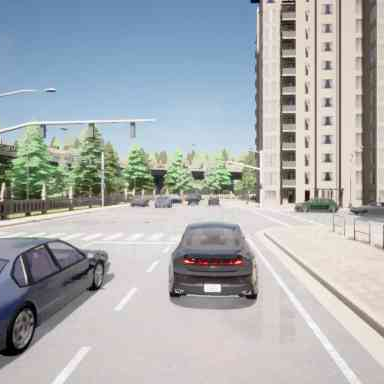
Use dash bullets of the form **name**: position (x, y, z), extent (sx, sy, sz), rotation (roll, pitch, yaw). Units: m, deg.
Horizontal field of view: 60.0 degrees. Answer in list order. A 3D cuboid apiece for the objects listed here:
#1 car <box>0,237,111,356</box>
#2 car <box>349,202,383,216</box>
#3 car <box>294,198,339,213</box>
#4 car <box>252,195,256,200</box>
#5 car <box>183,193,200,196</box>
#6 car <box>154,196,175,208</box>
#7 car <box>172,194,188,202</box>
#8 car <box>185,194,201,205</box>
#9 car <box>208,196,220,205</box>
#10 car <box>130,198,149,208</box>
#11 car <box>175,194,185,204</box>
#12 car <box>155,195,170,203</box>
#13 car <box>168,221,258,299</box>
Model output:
- **car**: position (-3.138, 1.547, 6.033), extent (2.033, 1.411, 5.357), rotation (0, 0, 4)
- **car**: position (18.355, 1.656, 33.188), extent (4.718, 1.301, 1.895), rotation (0, 0, 3)
- **car**: position (13.756, 1.407, 36.988), extent (4.553, 1.767, 2.097), rotation (0, 0, 5)
- **car**: position (18.521, 1.524, 90.871), extent (4.674, 1.442, 1.812), rotation (0, 0, -20)
- **car**: position (0.364, 1.225, 77.847), extent (2.150, 2.045, 5.566), rotation (0, 0, 24)
- **car**: position (-4.005, 1.351, 46.558), extent (2.097, 1.767, 4.553), rotation (0, 0, 1)
- **car**: position (-2.790, 1.355, 79.372), extent (2.097, 1.767, 4.553), rotation (0, 0, 24)
- **car**: position (0.382, 1.504, 59.214), extent (1.837, 1.490, 4.892), rotation (0, 0, 4)
- **car**: position (3.870, 1.491, 58.916), extent (2.128, 1.511, 4.902), rotation (0, 0, 4)
- **car**: position (-7.539, 1.547, 48.425), extent (2.033, 1.411, 5.357), rotation (0, 0, 4)
- **car**: position (-3.031, 1.601, 62.405), extent (1.895, 1.301, 4.718), rotation (0, 0, 5)
- **car**: position (-5.999, 1.492, 68.363), extent (2.128, 1.511, 4.902), rotation (0, 0, 6)
- **car**: position (0.546, 1.505, 8.488), extent (1.837, 1.490, 4.892), rotation (0, 0, 4)
